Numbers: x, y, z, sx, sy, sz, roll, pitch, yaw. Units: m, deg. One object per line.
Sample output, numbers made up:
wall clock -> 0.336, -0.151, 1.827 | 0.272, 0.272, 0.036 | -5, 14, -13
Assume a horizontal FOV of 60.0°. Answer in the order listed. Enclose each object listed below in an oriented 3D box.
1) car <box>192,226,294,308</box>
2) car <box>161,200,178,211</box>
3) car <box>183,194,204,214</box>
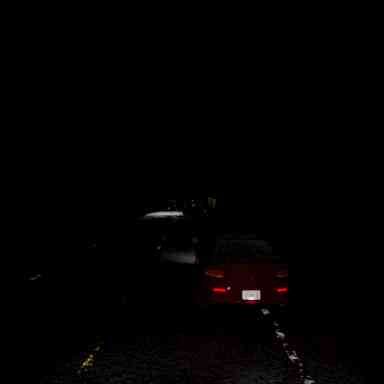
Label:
car -> 0.979, 1.526, 7.764 | 1.812, 1.442, 4.674 | 0, 0, 0
car -> -2.653, 1.595, 40.027 | 1.895, 1.301, 4.718 | 0, 0, 0
car -> 0.157, 1.348, 34.948 | 2.097, 1.767, 4.553 | 0, 0, 0
